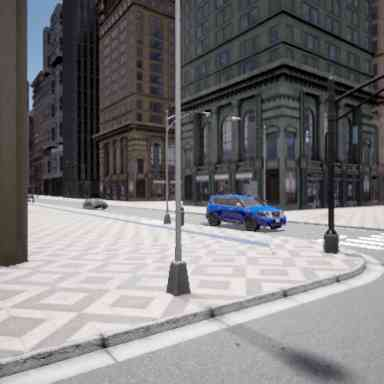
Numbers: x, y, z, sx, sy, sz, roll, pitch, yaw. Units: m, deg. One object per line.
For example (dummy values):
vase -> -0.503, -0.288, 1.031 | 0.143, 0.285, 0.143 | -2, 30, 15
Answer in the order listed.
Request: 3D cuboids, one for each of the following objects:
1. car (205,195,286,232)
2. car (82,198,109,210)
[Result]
car -> 3.104, 1.212, 20.466 | 2.150, 2.045, 5.566 | 0, 0, -35
car -> -12.350, 1.506, 42.213 | 2.033, 1.411, 5.357 | 0, 0, -35
